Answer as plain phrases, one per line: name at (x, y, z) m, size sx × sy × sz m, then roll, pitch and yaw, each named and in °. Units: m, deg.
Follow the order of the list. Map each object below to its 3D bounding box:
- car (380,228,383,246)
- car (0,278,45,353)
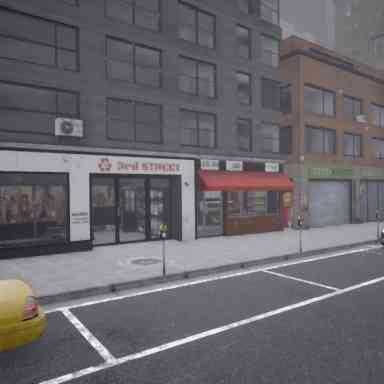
car at (9.306, 1.439, 13.307) m, size 4.097 × 1.590 × 1.967 m, roll 0°, pitch -1°, yaw -36°
car at (-4.275, 1.526, 3.614) m, size 4.829 × 1.417 × 1.752 m, roll 0°, pitch -1°, yaw -36°
